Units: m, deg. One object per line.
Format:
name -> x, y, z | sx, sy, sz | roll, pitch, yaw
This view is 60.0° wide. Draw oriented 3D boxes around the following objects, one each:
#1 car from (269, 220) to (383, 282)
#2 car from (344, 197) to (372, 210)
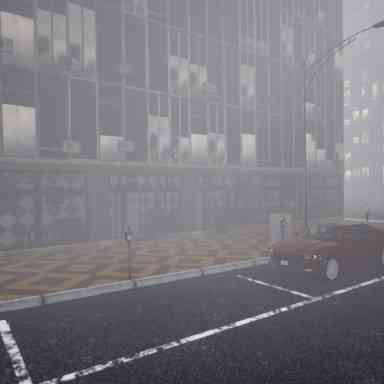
car -> 4.158, 1.544, 9.721 | 4.507, 1.381, 1.887 | 0, -1, -36
car -> 18.691, 1.281, 39.604 | 1.752, 1.417, 4.829 | -1, 1, -35
